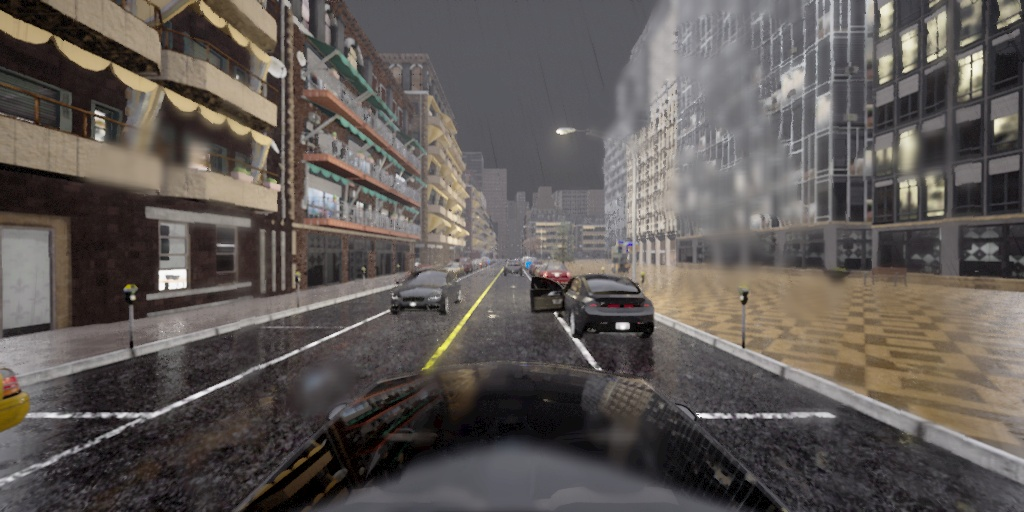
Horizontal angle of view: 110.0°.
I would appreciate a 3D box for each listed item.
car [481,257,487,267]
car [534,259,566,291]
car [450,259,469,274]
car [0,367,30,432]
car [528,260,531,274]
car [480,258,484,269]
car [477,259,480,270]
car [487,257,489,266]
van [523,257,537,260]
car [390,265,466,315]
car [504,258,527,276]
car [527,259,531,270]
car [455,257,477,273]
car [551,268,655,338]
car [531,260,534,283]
[{"bbox_3d":[-5.561,1.176,56.845,1.967,1.591,4.097,0,0,0],"label":"car"},{"bbox_3d":[2.740,1.177,23.666,1.967,1.591,4.097,0,0,0],"label":"car"},{"bbox_3d":[-5.615,1.260,34.570,1.751,1.417,4.829,0,0,0],"label":"car"},{"bbox_3d":[-5.692,1.275,1.411,1.751,1.417,4.829,0,0,0],"label":"car"},{"bbox_3d":[2.766,1.317,34.720,1.802,1.307,4.207,0,0,0],"label":"car"},{"bbox_3d":[-5.574,1.285,51.320,2.007,1.370,4.403,0,0,0],"label":"car"},{"bbox_3d":[-5.587,1.284,45.793,2.007,1.370,4.403,0,0,0],"label":"car"},{"bbox_3d":[-5.548,1.305,62.372,1.948,1.339,4.313,0,0,0],"label":"car"},{"bbox_3d":[2.806,1.076,51.299,1.690,1.789,3.998,0,0,0],"label":"van"},{"bbox_3d":[-3.073,1.246,13.571,1.837,1.490,4.892,0,0,0],"label":"car"},{"bbox_3d":[0.144,1.227,37.041,2.128,1.511,4.902,0,0,1],"label":"car"},{"bbox_3d":[2.779,1.316,40.246,1.802,1.307,4.207,0,0,0],"label":"car"},{"bbox_3d":[-5.601,1.049,40.266,2.192,1.841,5.009,0,0,0],"label":"car"},{"bbox_3d":[2.374,1.248,10.084,1.837,1.490,4.892,0,0,0],"label":"car"},{"bbox_3d":[2.754,1.261,29.363,1.751,1.417,4.829,0,0,0],"label":"car"}]
